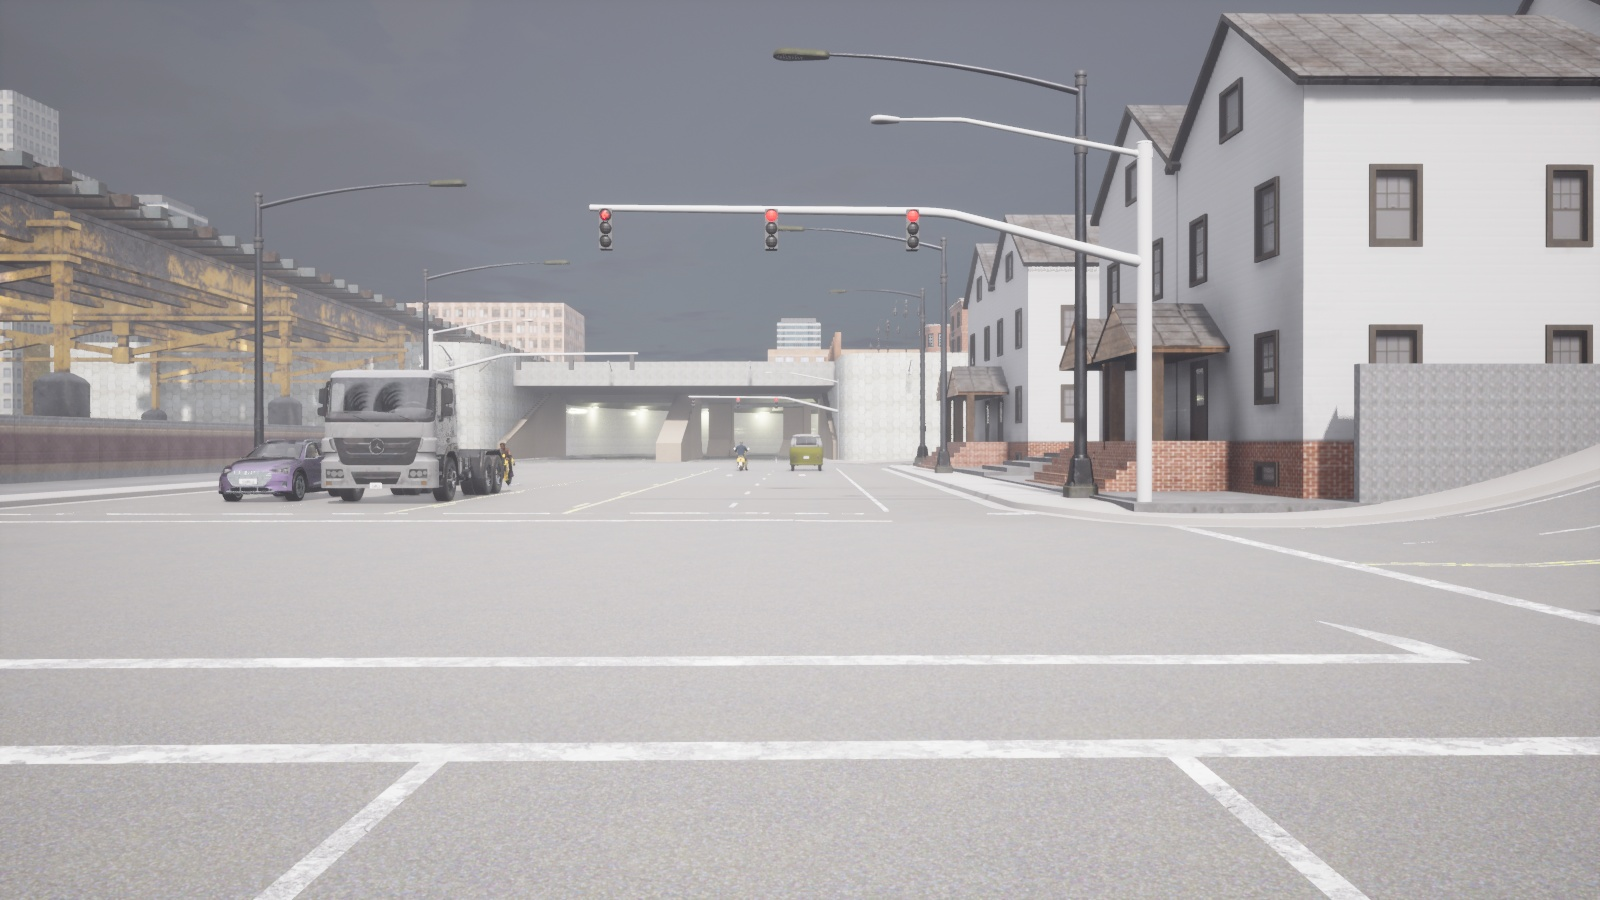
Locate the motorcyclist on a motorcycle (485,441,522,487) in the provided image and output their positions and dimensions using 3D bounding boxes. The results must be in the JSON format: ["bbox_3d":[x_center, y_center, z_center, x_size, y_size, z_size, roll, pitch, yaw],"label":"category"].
[{"bbox_3d":[-10.277,0.470,43.538,0.797,1.523,2.044,0,1,0],"label":"motorcyclist on a motorcycle"}]

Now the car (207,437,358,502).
[{"bbox_3d":[-13.823,0.474,33.899,2.033,1.649,4.856,0,0,0],"label":"car"}]

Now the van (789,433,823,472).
[{"bbox_3d":[0.340,0.117,67.674,1.775,1.987,4.442,0,0,0],"label":"van"}]

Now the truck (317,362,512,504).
[{"bbox_3d":[-10.315,-0.439,34.598,2.891,3.462,7.936,0,0,0],"label":"truck"}]
